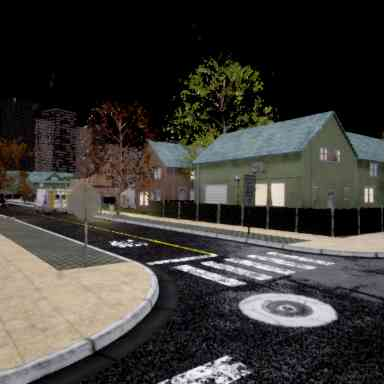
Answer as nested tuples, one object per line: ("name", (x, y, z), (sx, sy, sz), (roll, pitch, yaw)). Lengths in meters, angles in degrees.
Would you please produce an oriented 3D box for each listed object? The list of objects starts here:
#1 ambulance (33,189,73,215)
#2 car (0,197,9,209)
("ambulance", (-13.981, 0.957, 33.144), (2.351, 2.431, 6.366), (1, 0, -38))
("car", (-24.880, 1.353, 42.684), (1.837, 1.490, 4.892), (1, 0, -38))
